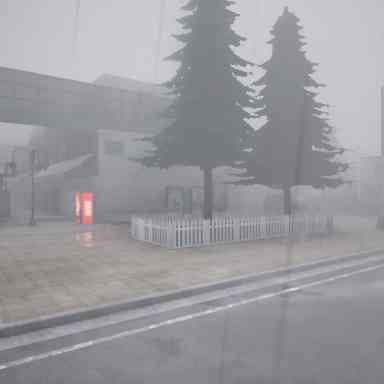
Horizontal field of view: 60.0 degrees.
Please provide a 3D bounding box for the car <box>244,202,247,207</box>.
[{"bbox_3d":[4.932,1.531,44.093,2.033,1.411,5.357,0,0,-34],"label":"car"}]

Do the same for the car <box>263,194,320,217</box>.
[{"bbox_3d":[9.149,1.206,31.130,2.150,2.045,5.566,0,0,-34],"label":"car"}]
